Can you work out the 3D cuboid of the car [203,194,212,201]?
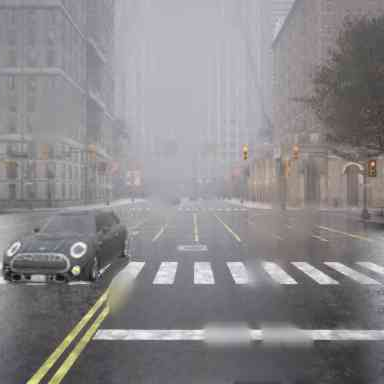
[{"bbox_3d":[3.691,1.280,78.572,2.097,1.767,4.553,0,0,1],"label":"car"}]

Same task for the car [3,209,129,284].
[{"bbox_3d":[-3.340,1.352,9.744,2.097,1.767,4.553,0,0,4],"label":"car"}]

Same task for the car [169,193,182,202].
[{"bbox_3d":[-3.497,1.221,64.531,2.150,2.045,5.566,0,0,1],"label":"car"}]

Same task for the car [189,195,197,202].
[{"bbox_3d":[0.192,1.449,78.638,2.128,1.511,4.902,0,0,1],"label":"car"}]

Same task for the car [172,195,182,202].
[{"bbox_3d":[-3.347,1.500,74.991,1.837,1.490,4.892,0,0,1],"label":"car"}]

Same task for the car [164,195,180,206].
[{"bbox_3d":[-3.547,1.601,54.808,1.895,1.301,4.718,0,0,1],"label":"car"}]
